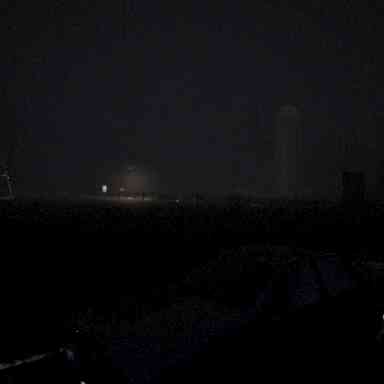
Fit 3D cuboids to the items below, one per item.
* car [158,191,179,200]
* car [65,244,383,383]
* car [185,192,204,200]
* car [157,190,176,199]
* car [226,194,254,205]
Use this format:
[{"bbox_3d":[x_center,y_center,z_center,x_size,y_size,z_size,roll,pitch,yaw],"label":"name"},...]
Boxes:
[{"bbox_3d":[-4.802,0.894,66.220,2.033,1.411,5.357,-1,1,-36],"label":"car"},{"bbox_3d":[1.127,1.533,4.800,5.357,1.411,2.033,0,0,-36],"label":"car"},{"bbox_3d":[0.300,0.701,63.921,2.097,1.767,4.553,-1,1,-36],"label":"car"},{"bbox_3d":[-5.491,0.475,71.857,2.097,1.767,4.553,-1,1,-36],"label":"car"},{"bbox_3d":[7.073,1.037,49.648,1.837,1.490,4.892,-1,1,-36],"label":"car"}]
